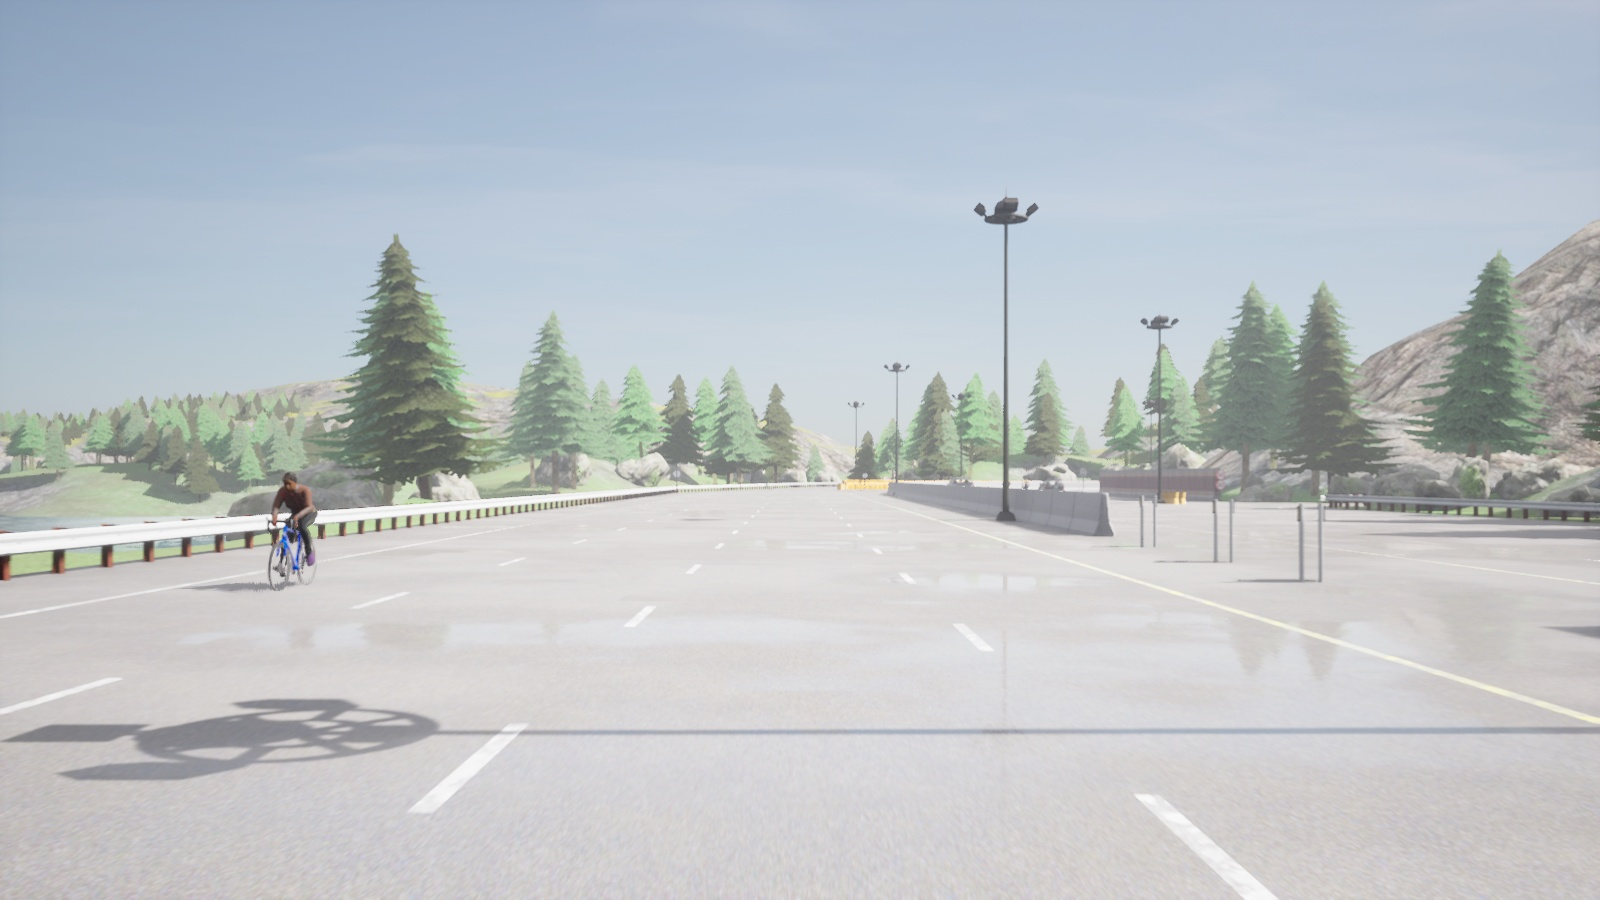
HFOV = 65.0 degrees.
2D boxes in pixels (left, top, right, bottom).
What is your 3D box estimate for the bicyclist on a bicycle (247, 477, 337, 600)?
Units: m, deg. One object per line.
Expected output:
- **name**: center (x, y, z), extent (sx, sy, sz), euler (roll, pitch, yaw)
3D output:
- **bicyclist on a bicycle**: center (-7.045, 1.196, 17.479), extent (0.582, 1.620, 1.656), euler (0, -1, 0)
